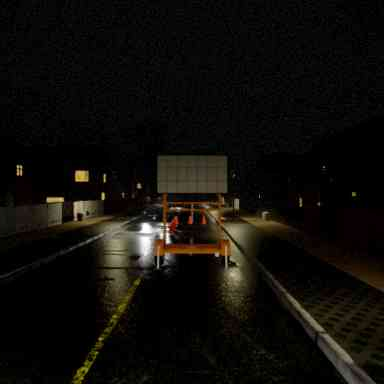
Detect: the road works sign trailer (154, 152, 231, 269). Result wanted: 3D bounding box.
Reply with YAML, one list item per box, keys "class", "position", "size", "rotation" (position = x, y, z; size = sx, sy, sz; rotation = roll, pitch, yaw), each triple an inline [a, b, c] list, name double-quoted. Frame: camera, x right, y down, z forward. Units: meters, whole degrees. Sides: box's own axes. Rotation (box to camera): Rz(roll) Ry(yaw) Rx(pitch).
- class: "road works sign trailer"
  position: [0.011, 0.473, 11.114]
  size: [2.380, 3.560, 2.880]
  rotation: [0, 0, 0]

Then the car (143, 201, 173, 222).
- class: "car"
  position: [-2.823, 1.659, 27.135]
  size: [1.895, 1.301, 4.718]
  rotation: [0, 0, 0]

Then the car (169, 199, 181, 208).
- class: "car"
  position: [-2.698, 1.769, 52.364]
  size: [1.994, 1.385, 4.181]
  rotation: [0, 0, 0]
